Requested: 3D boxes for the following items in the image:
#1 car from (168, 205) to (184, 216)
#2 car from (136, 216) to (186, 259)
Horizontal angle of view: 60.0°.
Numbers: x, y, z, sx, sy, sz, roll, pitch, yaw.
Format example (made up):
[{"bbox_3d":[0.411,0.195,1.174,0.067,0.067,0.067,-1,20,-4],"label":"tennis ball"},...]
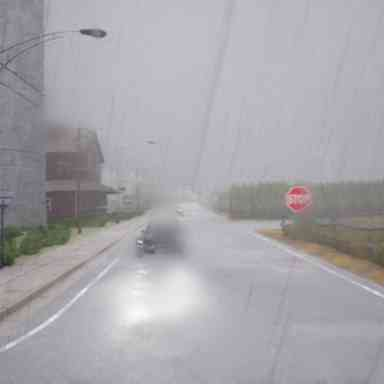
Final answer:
[{"bbox_3d":[-2.067,2.522,44.496,1.882,1.535,5.008,-1,-1,-1],"label":"car"},{"bbox_3d":[-1.205,1.955,14.339,1.895,1.301,4.718,-1,-1,-1],"label":"car"}]
